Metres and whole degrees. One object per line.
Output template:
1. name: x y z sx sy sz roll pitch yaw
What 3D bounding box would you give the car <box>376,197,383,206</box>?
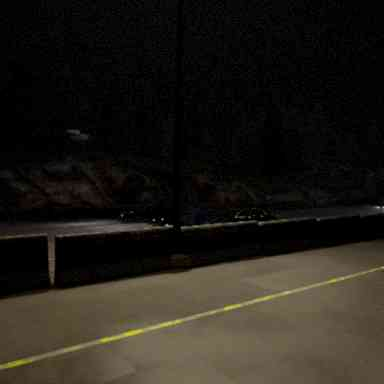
1. car: 30.217 1.463 51.288 4.674 1.442 1.812 -1 0 -35

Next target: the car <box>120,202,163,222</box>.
1. car: -3.446 1.574 27.330 4.902 1.511 2.128 0 0 -35

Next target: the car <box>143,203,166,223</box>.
1. car: -0.891 1.686 24.854 4.718 1.301 1.895 0 0 -35

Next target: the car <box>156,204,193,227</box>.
1. car: 0.639 1.630 21.646 5.357 1.411 2.033 0 0 -35

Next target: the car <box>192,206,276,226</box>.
1. car: 2.662 1.588 18.789 4.892 1.490 1.837 0 0 -35
